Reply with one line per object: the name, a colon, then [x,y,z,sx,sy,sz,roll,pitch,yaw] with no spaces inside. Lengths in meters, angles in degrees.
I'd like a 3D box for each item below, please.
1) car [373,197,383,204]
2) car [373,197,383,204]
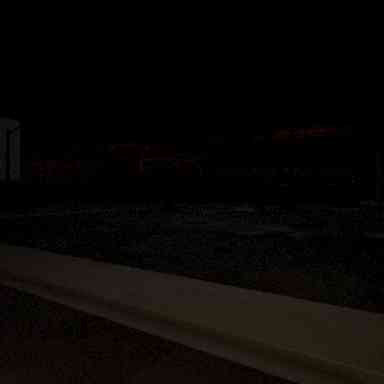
car: [37.541,1.734,65.317,2.038,1.542,4.974,1,1,6]
car: [37.548,1.576,65.367,1.853,1.218,4.536,1,1,6]
